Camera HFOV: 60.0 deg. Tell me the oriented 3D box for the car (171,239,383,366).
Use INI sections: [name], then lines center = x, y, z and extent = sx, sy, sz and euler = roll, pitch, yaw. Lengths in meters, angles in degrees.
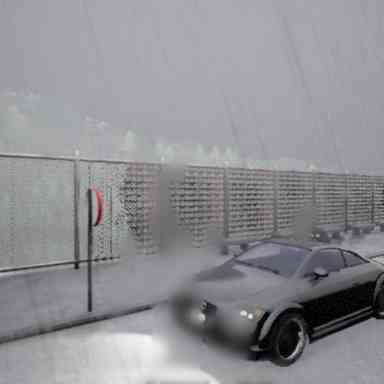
[car]
center = 1.720, 1.567, 5.818
extent = 4.181, 1.385, 1.994
euler = 0, 0, -35
